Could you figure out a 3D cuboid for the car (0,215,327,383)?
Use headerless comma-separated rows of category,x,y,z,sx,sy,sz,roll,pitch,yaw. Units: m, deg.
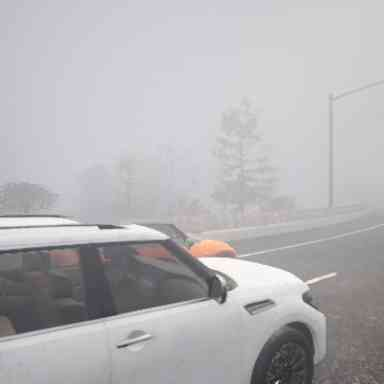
car,-1.087,1.244,3.100,5.566,2.045,2.150,0,0,-36

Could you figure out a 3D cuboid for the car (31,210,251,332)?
car,-0.988,1.401,7.624,4.553,1.767,2.097,0,0,-38
